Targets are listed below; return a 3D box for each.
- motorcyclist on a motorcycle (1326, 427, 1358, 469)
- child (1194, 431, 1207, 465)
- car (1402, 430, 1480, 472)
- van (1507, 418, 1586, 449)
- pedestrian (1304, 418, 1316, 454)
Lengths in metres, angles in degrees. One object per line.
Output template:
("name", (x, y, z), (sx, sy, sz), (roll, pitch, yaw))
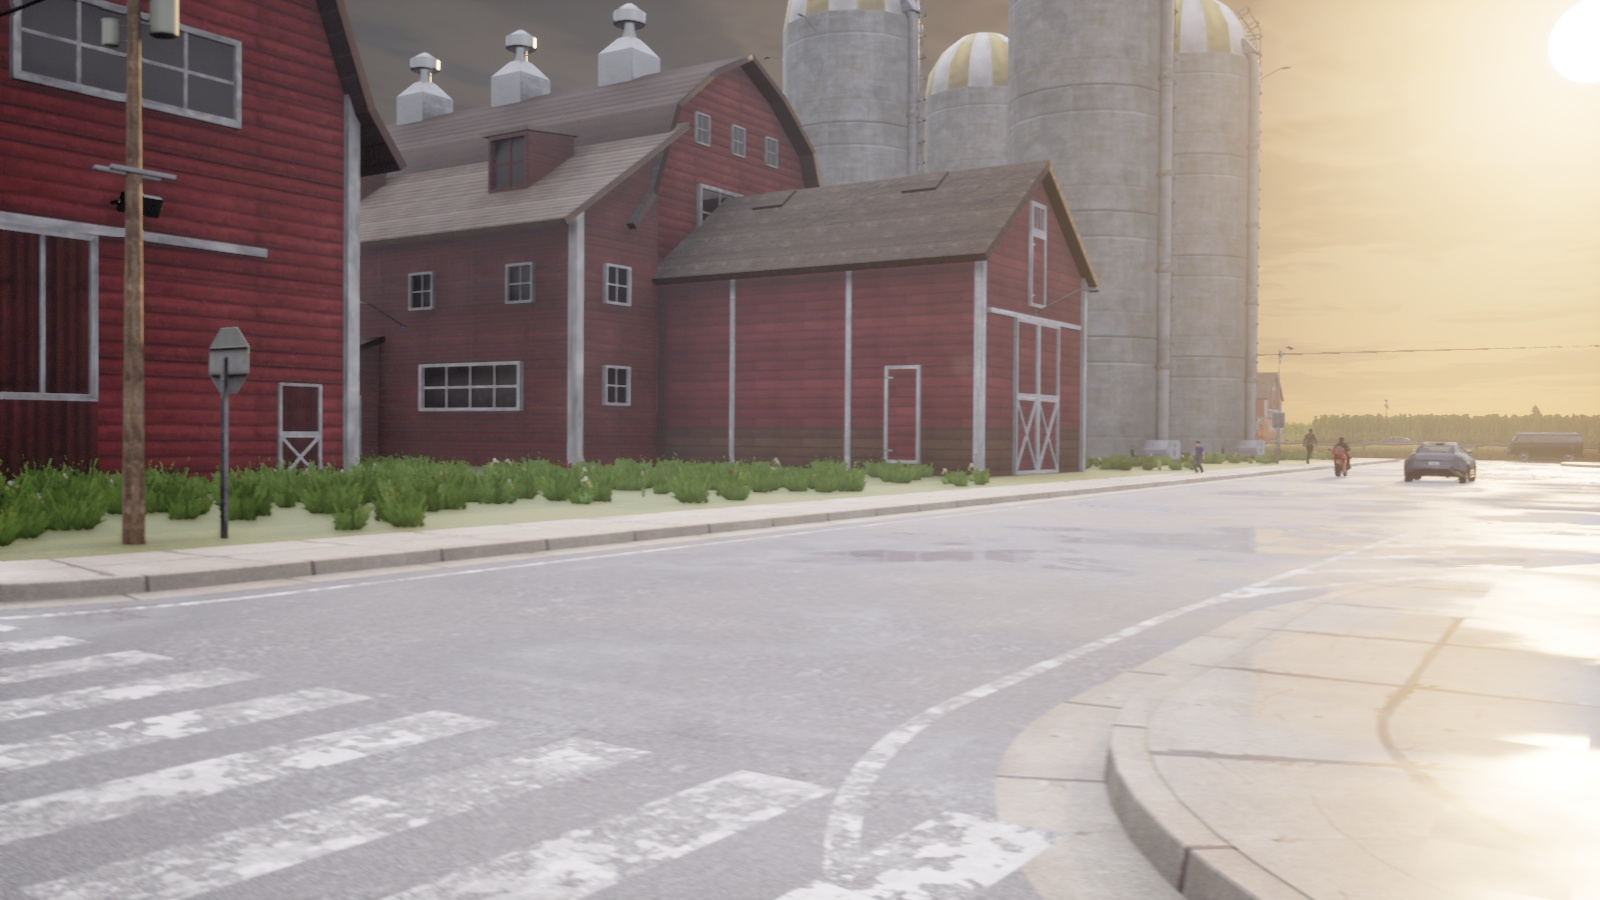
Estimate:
("motorcyclist on a motorcycle", (20.314, -0.100, 47.029), (0.797, 1.523, 2.044), (0, 1, 33))
("child", (14.637, -0.074, 45.859), (0.437, 1.263, 0.270), (-1, 1, -41))
("car", (22.368, 0.003, 43.744), (1.994, 1.385, 4.181), (0, 1, 33))
("van", (49.623, -1.098, 83.475), (4.442, 1.987, 1.775), (0, 1, 33))
("pedestrian", (25.634, -0.688, 63.124), (0.328, 1.805, 0.869), (0, 1, 36))
